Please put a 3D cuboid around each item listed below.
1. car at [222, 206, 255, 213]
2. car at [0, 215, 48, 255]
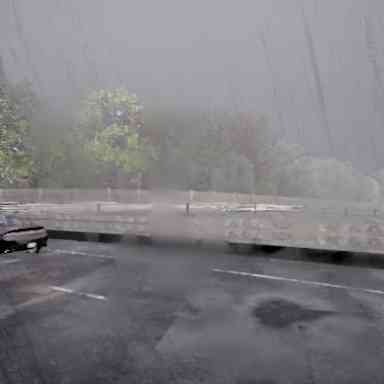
[{"bbox_3d":[7.022,2.388,50.272,5.357,1.411,2.033,3,-2,-31],"label":"car"},{"bbox_3d":[-7.550,1.615,12.402,4.902,1.511,2.128,-1,0,28],"label":"car"}]
